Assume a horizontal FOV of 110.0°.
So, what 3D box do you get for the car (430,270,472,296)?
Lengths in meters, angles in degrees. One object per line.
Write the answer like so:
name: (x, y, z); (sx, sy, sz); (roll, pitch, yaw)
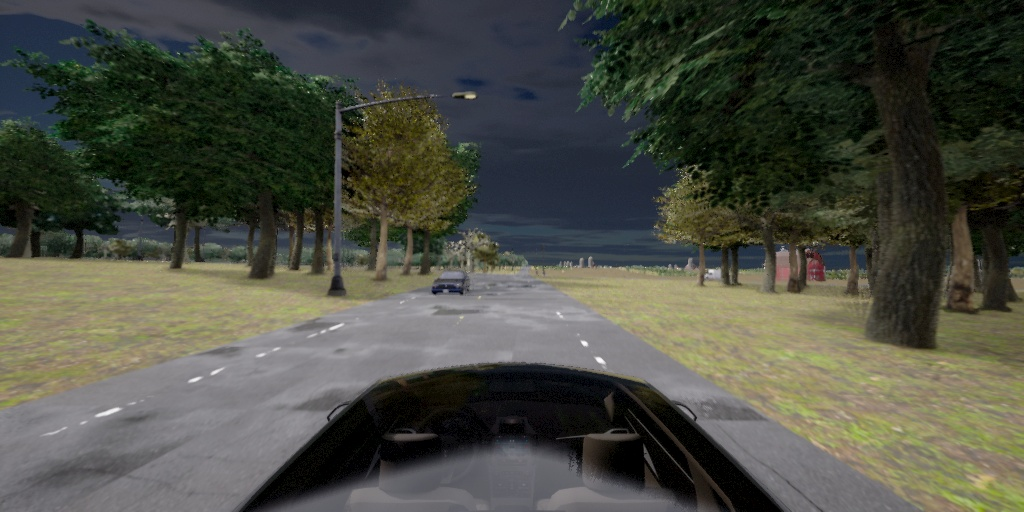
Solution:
car: (-3.612, 1.598, 22.238); (2.033, 1.411, 5.357); (0, -1, 0)
